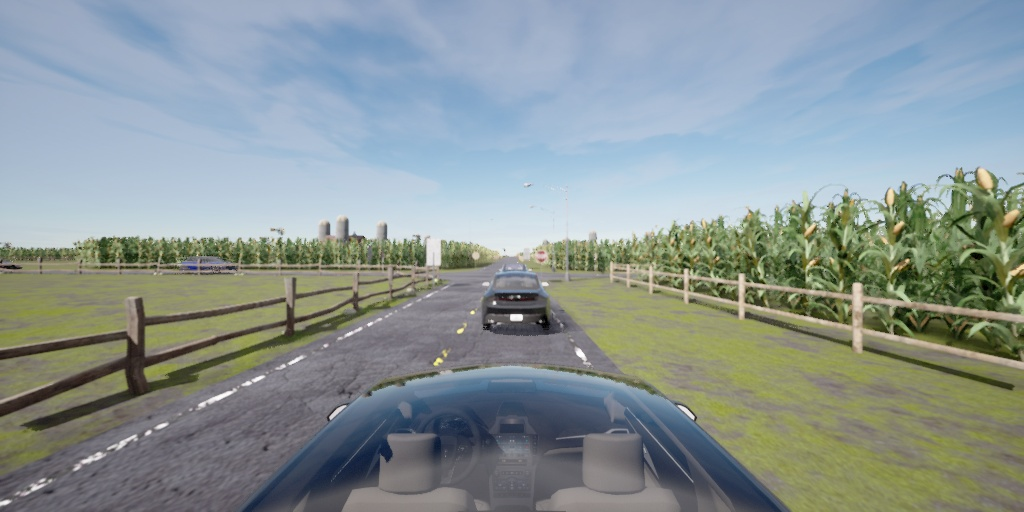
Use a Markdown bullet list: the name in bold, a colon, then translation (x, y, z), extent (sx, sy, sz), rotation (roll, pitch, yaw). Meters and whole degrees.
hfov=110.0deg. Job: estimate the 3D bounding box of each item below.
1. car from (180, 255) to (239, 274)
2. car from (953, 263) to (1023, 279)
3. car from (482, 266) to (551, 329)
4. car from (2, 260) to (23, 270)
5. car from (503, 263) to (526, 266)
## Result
- **car**: translation (-29.254, 0.836, 34.832), extent (4.553, 1.767, 2.097), rotation (0, 0, 1)
- **car**: translation (48.829, 1.528, 36.784), extent (4.892, 1.490, 1.837), rotation (1, 0, 1)
- **car**: translation (0.114, 1.231, 11.180), extent (1.837, 1.490, 4.892), rotation (0, 1, 0)
- **car**: translation (-50.988, 0.947, 35.168), extent (4.181, 1.385, 1.994), rotation (0, 0, 1)
- **car**: translation (0.180, 1.186, 21.746), extent (2.128, 1.511, 4.902), rotation (0, 0, 2)
